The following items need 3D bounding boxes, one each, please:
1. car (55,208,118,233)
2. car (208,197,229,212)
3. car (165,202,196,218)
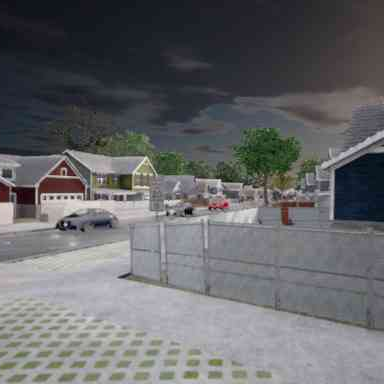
[{"bbox_3d":[-6.540,1.739,21.138,1.994,1.385,4.181,1,0,24],"label":"car"},{"bbox_3d":[3.938,1.764,48.752,2.150,2.045,5.566,1,-1,18],"label":"car"},{"bbox_3d":[-1.116,1.826,34.399,2.128,1.511,4.902,1,0,21],"label":"car"}]
